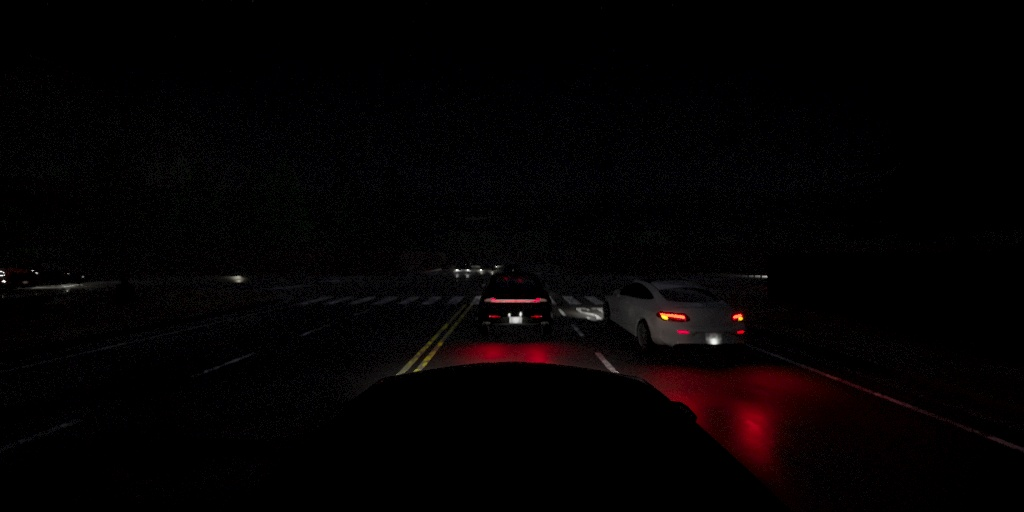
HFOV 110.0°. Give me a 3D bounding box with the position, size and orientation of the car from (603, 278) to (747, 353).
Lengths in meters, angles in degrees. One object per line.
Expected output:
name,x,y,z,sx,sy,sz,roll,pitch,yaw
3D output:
car,3.586,1.261,8.670,1.812,1.442,4.674,0,0,0

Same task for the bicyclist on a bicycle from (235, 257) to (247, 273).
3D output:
bicyclist on a bicycle,-27.274,0.922,36.119,0.582,1.620,1.656,0,0,0

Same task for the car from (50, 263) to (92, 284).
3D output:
car,-32.207,1.172,24.723,4.674,1.442,1.812,0,0,-6

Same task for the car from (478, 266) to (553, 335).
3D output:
car,0.088,1.223,10.482,2.128,1.511,4.902,0,0,0

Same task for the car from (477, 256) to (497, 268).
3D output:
car,-3.582,1.120,52.507,1.882,1.535,5.008,0,0,0

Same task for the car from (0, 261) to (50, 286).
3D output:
car,-31.375,1.006,21.265,4.553,1.767,2.097,0,0,-6

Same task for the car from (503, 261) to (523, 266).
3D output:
car,0.097,1.188,36.433,1.812,1.442,4.674,0,0,0

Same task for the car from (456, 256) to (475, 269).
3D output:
car,-7.081,1.146,52.793,1.837,1.490,4.892,0,0,0
